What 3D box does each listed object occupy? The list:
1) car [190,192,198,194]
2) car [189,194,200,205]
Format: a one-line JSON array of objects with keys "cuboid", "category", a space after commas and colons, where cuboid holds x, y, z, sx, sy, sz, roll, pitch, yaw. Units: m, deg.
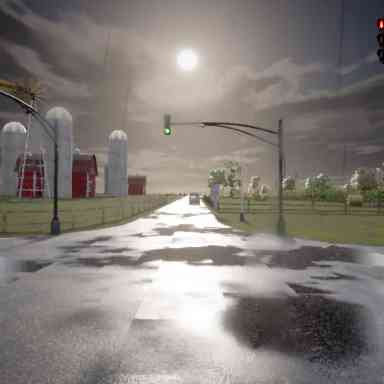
[{"cuboid": [0.518, 1.100, 70.665, 2.150, 2.045, 5.566, 0, 0, 0], "category": "car"}, {"cuboid": [0.434, 1.523, 60.212, 2.128, 1.511, 4.902, 0, 0, 0], "category": "car"}]
